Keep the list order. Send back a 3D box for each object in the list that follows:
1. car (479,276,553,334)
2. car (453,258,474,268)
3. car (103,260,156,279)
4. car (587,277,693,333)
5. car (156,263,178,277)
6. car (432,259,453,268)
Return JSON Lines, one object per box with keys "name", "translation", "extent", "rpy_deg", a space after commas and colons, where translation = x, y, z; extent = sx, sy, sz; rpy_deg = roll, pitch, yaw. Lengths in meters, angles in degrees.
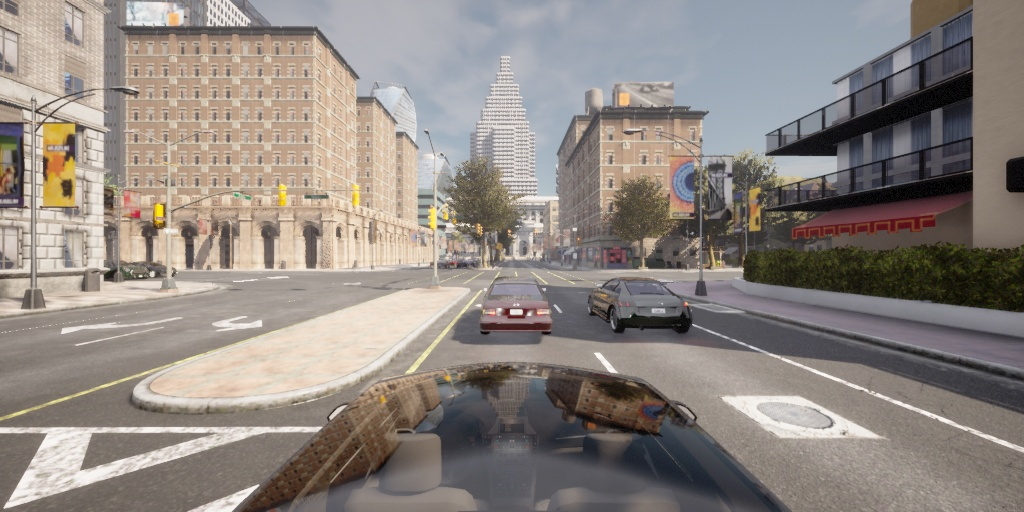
{"name": "car", "translation": [0.091, 1.297, 10.530], "extent": [2.033, 1.411, 5.357], "rpy_deg": [0, 0, 0]}
{"name": "car", "translation": [-8.129, 1.351, 60.388], "extent": [1.895, 1.301, 4.718], "rpy_deg": [0, 0, 0]}
{"name": "car", "translation": [-33.351, 1.102, 30.018], "extent": [4.553, 1.767, 2.097], "rpy_deg": [0, 0, 0]}
{"name": "car", "translation": [3.589, 1.314, 10.790], "extent": [1.994, 1.385, 4.181], "rpy_deg": [0, 0, 0]}
{"name": "car", "translation": [-34.193, 1.255, 33.513], "extent": [4.892, 1.490, 1.837], "rpy_deg": [0, 0, 0]}
{"name": "car", "translation": [-11.630, 1.276, 60.266], "extent": [1.812, 1.442, 4.674], "rpy_deg": [0, 0, 0]}
